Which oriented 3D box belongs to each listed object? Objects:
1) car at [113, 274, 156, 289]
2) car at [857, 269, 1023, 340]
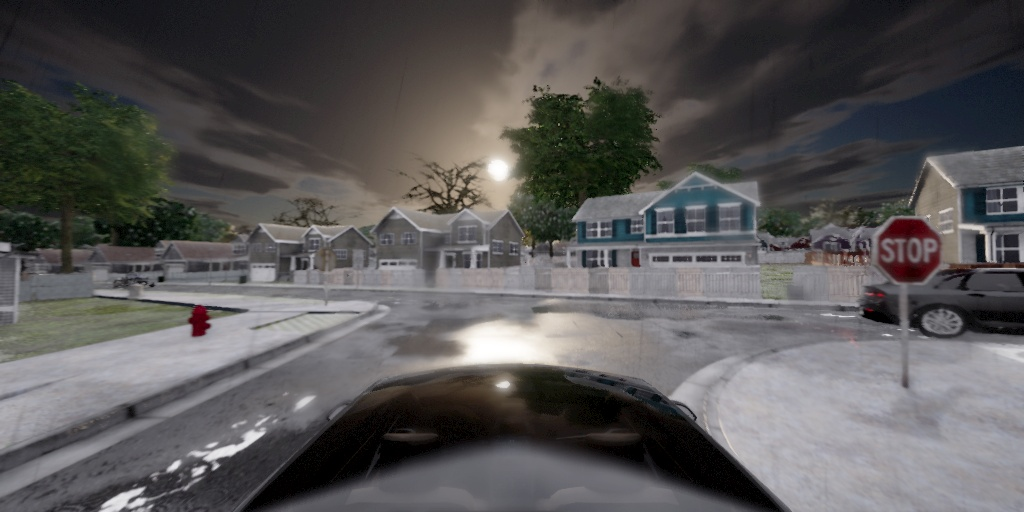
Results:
[{"bbox_3d":[-36.437,2.462,34.573,4.181,1.385,1.994,-2,-2,27],"label":"car"},{"bbox_3d":[10.353,1.000,7.217,4.892,1.490,1.837,-2,-3,34],"label":"car"}]
